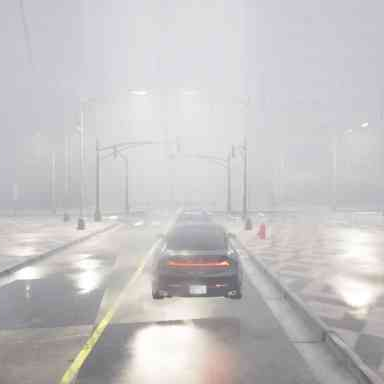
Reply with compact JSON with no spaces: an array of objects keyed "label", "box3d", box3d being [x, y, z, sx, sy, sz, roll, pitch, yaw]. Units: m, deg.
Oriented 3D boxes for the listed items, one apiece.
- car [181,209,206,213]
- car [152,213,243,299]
[{"label":"car","box3d":[0.059,1.556,17.294,1.994,1.385,4.181,0,0,1]},{"label":"car","box3d":[0.100,1.502,8.391,1.837,1.490,4.892,0,0,0]}]
